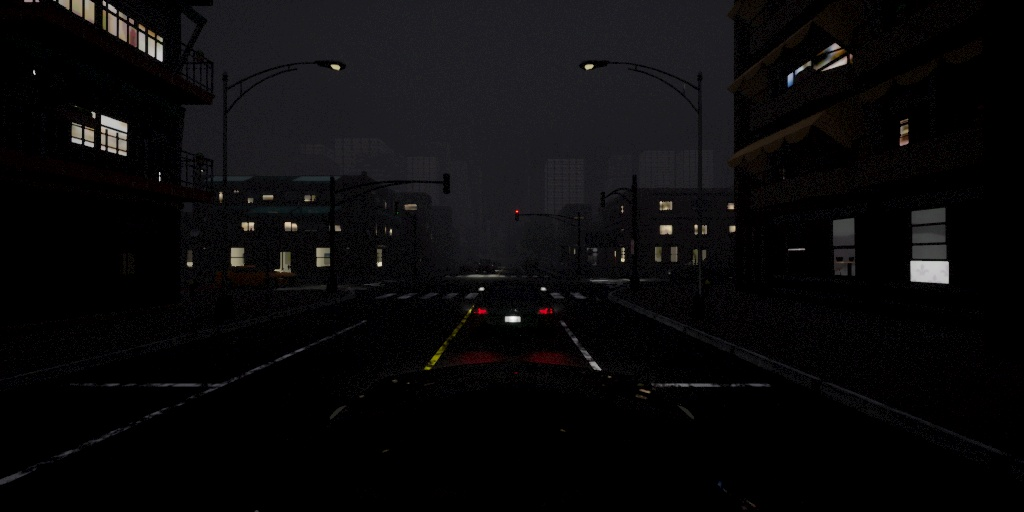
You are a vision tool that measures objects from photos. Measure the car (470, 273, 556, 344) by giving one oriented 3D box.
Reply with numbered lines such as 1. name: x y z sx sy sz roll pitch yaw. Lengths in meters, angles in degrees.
1. car: 0.016 1.315 9.647 1.994 1.385 4.181 0 0 0

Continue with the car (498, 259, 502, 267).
1. car: -3.049 1.326 53.604 2.033 1.411 5.357 0 0 0

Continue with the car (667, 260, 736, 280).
1. car: 14.852 1.062 28.246 4.902 1.511 2.128 -1 0 0

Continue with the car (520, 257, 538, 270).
1. car: 2.735 1.092 52.039 2.192 1.841 5.009 0 0 0

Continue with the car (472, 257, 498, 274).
1. car: -3.001 1.117 40.711 2.097 1.767 4.553 0 0 -2

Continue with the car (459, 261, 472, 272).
1. car: -5.738 1.316 46.525 1.888 1.381 4.507 0 0 0

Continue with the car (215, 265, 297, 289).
1. car: -17.771 1.420 25.055 5.008 1.535 1.882 0 0 0
